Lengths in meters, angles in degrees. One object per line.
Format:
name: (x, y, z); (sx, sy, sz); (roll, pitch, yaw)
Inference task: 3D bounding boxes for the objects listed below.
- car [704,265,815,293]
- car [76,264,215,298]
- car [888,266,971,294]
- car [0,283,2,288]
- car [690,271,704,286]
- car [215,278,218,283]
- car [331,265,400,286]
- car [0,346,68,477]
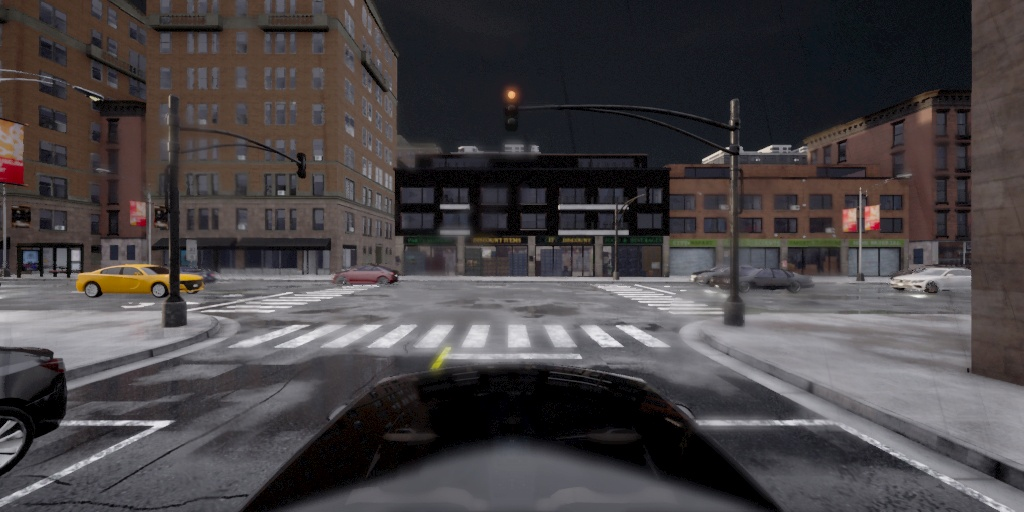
car: (14.570, 1.378, 20.969); (5.357, 1.411, 2.033); (0, 0, -3)
car: (-17.789, 1.149, 17.328); (5.008, 1.535, 1.882); (0, 0, 0)
car: (25.114, 1.412, 21.001); (4.674, 1.442, 1.812); (0, 0, 0)
car: (-27.855, 1.150, 17.277); (4.674, 1.442, 1.812); (0, 0, 0)
car: (14.649, 1.323, 24.199); (4.902, 1.511, 2.128); (0, 0, 0)
car: (-20.304, 1.207, 20.763); (5.357, 1.411, 2.033); (0, 0, 0)
car: (-9.761, 1.273, 24.072); (4.181, 1.385, 1.994); (0, 0, 0)
car: (-5.387, 1.316, 1.844); (1.948, 1.339, 4.313); (0, 0, 0)
